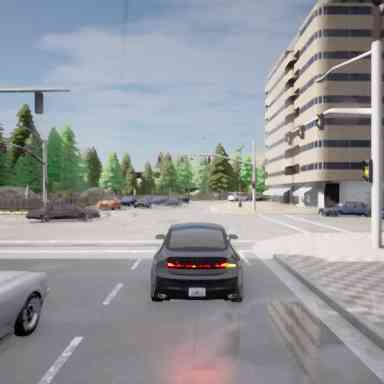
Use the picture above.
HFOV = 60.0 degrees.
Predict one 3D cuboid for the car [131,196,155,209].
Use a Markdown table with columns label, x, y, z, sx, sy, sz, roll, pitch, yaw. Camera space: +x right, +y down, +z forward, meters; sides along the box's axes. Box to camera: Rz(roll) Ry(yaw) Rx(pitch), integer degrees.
| label | x | y | z | sx | sy | sz | roll | pitch | yaw |
| --- | --- | --- | --- | --- | --- | --- | --- | --- | --- |
| car | -6.737 | 1.549 | 45.999 | 1.994 | 1.385 | 4.181 | 0 | 0 | 0 |

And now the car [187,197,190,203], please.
| label | x | y | z | sx | sy | sz | roll | pitch | yaw |
| --- | --- | --- | --- | --- | --- | --- | --- | --- | --- |
| car | -2.194 | 1.456 | 65.288 | 1.882 | 1.535 | 5.008 | 0 | 0 | 28 |

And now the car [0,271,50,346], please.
| label | x | y | z | sx | sy | sz | roll | pitch | yaw |
| --- | --- | --- | --- | --- | --- | --- | --- | --- | --- |
| car | -3.425 | 1.600 | 3.718 | 1.895 | 1.301 | 4.718 | 0 | 0 | 0 |

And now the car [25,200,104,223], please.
| label | x | y | z | sx | sy | sz | roll | pitch | yaw |
| --- | --- | --- | --- | --- | --- | --- | --- | --- | --- |
| car | -9.995 | 1.569 | 25.942 | 5.357 | 1.411 | 2.033 | 0 | 0 | -28 |

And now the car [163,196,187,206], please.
| label | x | y | z | sx | sy | sz | roll | pitch | yaw |
| --- | --- | --- | --- | --- | --- | --- | --- | --- | --- |
| car | -2.634 | 1.530 | 52.701 | 2.033 | 1.411 | 5.357 | 0 | 0 | 9 |

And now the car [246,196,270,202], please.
| label | x | y | z | sx | sy | sz | roll | pitch | yaw |
| --- | --- | --- | --- | --- | --- | --- | --- | --- | --- |
| car | 15.203 | 1.571 | 74.682 | 4.718 | 1.301 | 1.895 | 0 | 0 | -33 |

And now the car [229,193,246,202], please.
| label | x | y | z | sx | sy | sz | roll | pitch | yaw |
| --- | --- | --- | --- | --- | --- | --- | --- | --- | --- |
| car | 10.831 | 1.200 | 75.826 | 5.566 | 2.045 | 2.150 | 0 | 0 | -37 |

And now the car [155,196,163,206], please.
| label | x | y | z | sx | sy | sz | roll | pitch | yaw |
| --- | --- | --- | --- | --- | --- | --- | --- | --- | --- |
| car | -5.627 | 1.459 | 55.805 | 1.882 | 1.535 | 5.008 | 0 | 0 | 14 |

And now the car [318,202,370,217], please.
| label | x | y | z | sx | sy | sz | roll | pitch | yaw |
| --- | --- | --- | --- | --- | --- | --- | --- | --- | --- |
| car | 14.609 | 1.593 | 30.905 | 5.357 | 1.411 | 2.033 | 0 | 0 | 0 |

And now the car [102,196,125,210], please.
| label | x | y | z | sx | sy | sz | roll | pitch | yaw |
| --- | --- | --- | --- | --- | --- | --- | --- | --- | --- |
| car | -10.394 | 1.338 | 41.775 | 2.097 | 1.767 | 4.553 | 0 | 0 | 2 |

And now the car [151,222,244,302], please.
| label | x | y | z | sx | sy | sz | roll | pitch | yaw |
| --- | --- | --- | --- | --- | --- | --- | --- | --- | --- |
| car | 0.118 | 1.502 | 8.238 | 1.837 | 1.490 | 4.892 | 0 | 0 | 1 |

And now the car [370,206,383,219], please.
| label | x | y | z | sx | sy | sz | roll | pitch | yaw |
| --- | --- | --- | --- | --- | --- | --- | --- | --- | --- |
| car | 17.705 | 1.572 | 27.395 | 4.674 | 1.442 | 1.812 | 0 | 0 | 0 |

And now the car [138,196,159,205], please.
| label | x | y | z | sx | sy | sz | roll | pitch | yaw |
| --- | --- | --- | --- | --- | --- | --- | --- | --- | --- |
| car | -7.818 | 1.485 | 60.705 | 1.837 | 1.490 | 4.892 | 0 | 0 | 19 |

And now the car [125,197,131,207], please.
| label | x | y | z | sx | sy | sz | roll | pitch | yaw |
| --- | --- | --- | --- | --- | --- | --- | --- | --- | --- |
| car | -9.861 | 1.461 | 50.986 | 1.882 | 1.535 | 5.008 | 0 | 0 | 7 |
